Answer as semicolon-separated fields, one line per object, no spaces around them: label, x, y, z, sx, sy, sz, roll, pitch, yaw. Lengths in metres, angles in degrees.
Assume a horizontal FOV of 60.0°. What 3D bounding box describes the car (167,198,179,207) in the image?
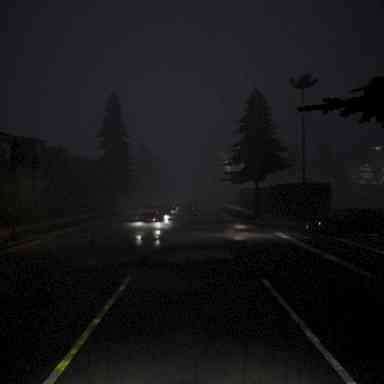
car;-3.581;1.958;63.675;2.097;1.767;4.553;0;-1;0

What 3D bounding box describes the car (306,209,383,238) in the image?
car;8.929;1.691;18.580;4.902;1.511;2.128;0;-1;2

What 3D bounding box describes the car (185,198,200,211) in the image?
car;0.074;1.977;47.457;1.812;1.442;4.674;0;-1;0

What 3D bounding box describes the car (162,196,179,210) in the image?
car;-3.612;1.707;50.958;2.150;2.045;5.566;0;-1;0

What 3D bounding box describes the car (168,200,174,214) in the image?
car;-3.617;1.986;40.478;1.895;1.301;4.718;0;-1;0

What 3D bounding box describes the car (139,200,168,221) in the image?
car;-3.613;1.769;30.517;1.882;1.535;5.008;0;-1;0

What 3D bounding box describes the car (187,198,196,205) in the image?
car;-0.040;2.190;74.845;1.882;1.535;5.008;0;-1;0
